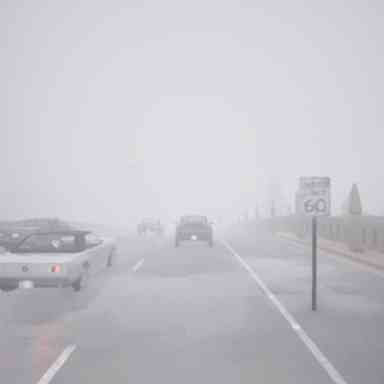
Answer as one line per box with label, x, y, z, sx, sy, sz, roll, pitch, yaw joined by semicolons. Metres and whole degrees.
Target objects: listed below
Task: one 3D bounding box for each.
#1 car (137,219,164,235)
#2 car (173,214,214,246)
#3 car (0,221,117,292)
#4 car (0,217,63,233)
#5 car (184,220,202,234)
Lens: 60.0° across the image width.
car;-3.407;2.978;28.252;1.895;1.301;4.718;0;-6;0
car;0.095;1.960;17.460;1.837;1.490;4.892;0;-4;0
car;-3.401;1.682;9.070;1.895;1.301;4.718;0;-2;0
car;-6.904;1.890;15.506;2.033;1.411;5.357;0;-3;0
car;0.091;3.988;37.504;1.837;1.490;4.892;0;-7;0
